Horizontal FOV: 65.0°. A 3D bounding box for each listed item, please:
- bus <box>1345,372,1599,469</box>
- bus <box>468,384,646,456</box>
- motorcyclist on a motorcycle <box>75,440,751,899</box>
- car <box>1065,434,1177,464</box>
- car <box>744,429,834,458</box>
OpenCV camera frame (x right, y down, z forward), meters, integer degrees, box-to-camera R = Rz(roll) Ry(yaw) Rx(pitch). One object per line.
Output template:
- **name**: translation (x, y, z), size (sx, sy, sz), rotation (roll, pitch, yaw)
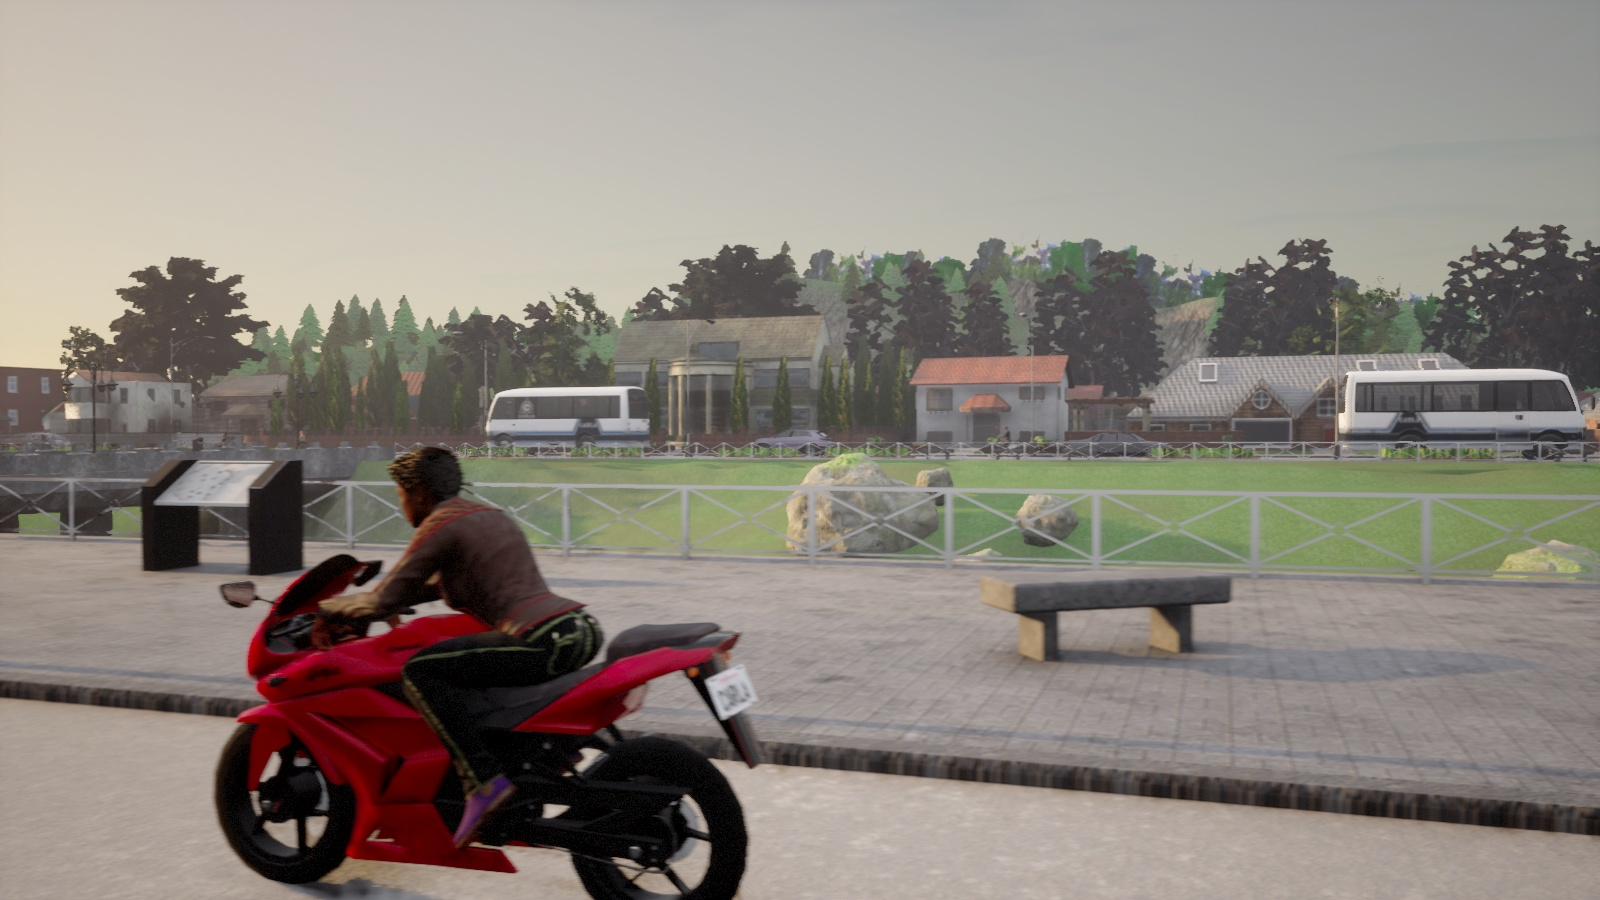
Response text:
- **bus**: translation (31.092, -1.367, 58.289), size (10.273, 4.253, 3.944), rotation (1, 1, 19)
- **bus**: translation (-15.089, -1.857, 78.059), size (10.273, 4.253, 3.944), rotation (1, 1, 19)
- **motorcyclist on a motorcycle**: translation (-1.261, 0.738, 4.143), size (2.044, 1.523, 0.797), rotation (1, 1, 19)
- **car**: translation (16.185, -0.079, 63.329), size (5.357, 1.411, 2.033), rotation (1, 1, 19)
- **car**: translation (-0.622, -0.418, 73.207), size (4.856, 1.649, 2.033), rotation (1, 1, 19)
